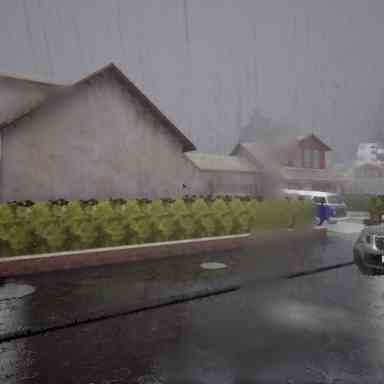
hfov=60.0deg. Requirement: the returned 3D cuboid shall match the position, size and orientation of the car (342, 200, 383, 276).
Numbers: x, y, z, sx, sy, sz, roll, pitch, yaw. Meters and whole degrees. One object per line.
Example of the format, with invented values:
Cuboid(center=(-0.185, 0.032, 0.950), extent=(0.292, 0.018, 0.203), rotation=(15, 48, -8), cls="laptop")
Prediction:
Cuboid(center=(6.815, 1.224, 9.207), extent=(5.566, 2.045, 2.150), rotation=(0, 0, -34), cls="car")
